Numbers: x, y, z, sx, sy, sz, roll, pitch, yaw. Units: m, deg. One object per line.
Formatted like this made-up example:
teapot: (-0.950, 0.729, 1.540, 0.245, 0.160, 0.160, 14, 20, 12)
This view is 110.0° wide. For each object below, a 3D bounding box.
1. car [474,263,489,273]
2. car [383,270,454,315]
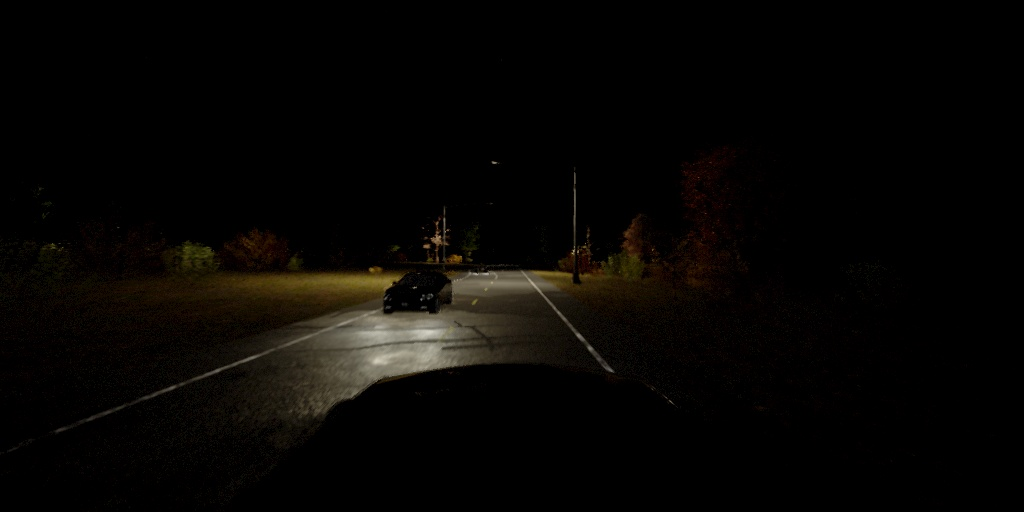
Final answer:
car: (-4.663, 1.857, 54.588, 1.837, 1.490, 4.892, 0, -1, -6)
car: (-3.601, 1.368, 14.501, 1.882, 1.535, 5.008, 0, -1, 0)
